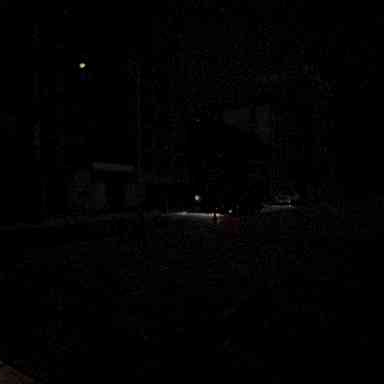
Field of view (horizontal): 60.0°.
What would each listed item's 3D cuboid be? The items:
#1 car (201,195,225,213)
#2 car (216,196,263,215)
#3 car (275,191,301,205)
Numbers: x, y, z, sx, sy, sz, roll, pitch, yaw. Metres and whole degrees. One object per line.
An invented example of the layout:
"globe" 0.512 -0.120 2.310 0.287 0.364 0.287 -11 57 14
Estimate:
"car" 2.677 1.101 30.586 1.837 1.490 4.892 -1 0 34
"car" 4.248 1.167 27.819 1.895 1.301 4.718 -1 0 34
"car" 13.505 0.843 46.541 2.150 2.045 5.566 -1 0 34
